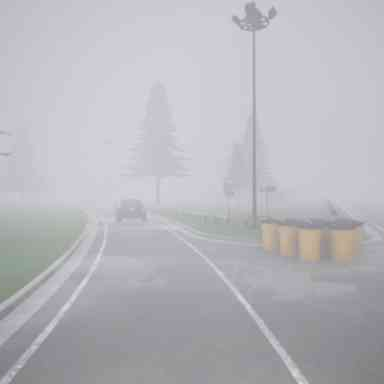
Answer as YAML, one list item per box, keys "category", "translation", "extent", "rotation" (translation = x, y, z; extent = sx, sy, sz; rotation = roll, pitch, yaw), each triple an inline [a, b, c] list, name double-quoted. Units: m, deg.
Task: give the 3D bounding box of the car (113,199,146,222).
- category: "car"
  translation: [-4.868, 1.278, 25.541]
  extent: [2.097, 1.767, 4.553]
  rotation: [0, 0, -17]

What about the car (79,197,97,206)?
- category: "car"
  translation: [-16.168, 1.426, 51.659]
  extent: [2.033, 1.411, 5.357]
  rotation: [0, 0, -28]
